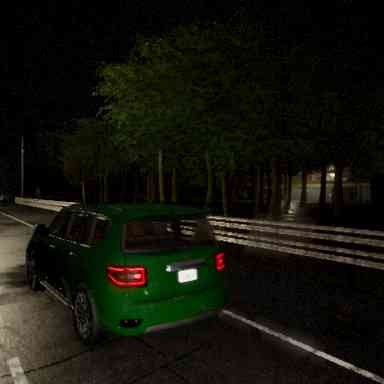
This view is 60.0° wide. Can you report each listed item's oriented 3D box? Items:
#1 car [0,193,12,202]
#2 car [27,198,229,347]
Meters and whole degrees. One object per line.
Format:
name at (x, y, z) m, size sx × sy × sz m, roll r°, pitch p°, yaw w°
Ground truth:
car at (-41.403, 1.195, 72.891) m, size 2.150 × 2.045 × 5.566 m, roll 0°, pitch 0°, yaw -11°
car at (-1.680, 1.223, 6.702) m, size 2.150 × 2.045 × 5.566 m, roll 0°, pitch 0°, yaw -37°
